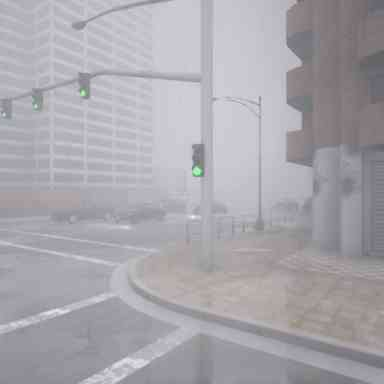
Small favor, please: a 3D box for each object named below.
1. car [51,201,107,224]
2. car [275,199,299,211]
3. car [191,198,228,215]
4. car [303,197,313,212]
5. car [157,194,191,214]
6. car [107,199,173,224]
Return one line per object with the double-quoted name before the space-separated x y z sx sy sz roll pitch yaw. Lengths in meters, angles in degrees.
"car" -8.118 1.472 25.195 1.882 1.535 5.008 0 0 35
"car" 11.648 1.522 40.701 1.812 1.442 4.674 0 0 35
"car" 1.881 1.559 33.234 1.994 1.385 4.181 0 0 36
"car" 14.527 1.349 38.682 2.097 1.767 4.553 0 0 35
"car" -2.541 1.346 33.063 2.097 1.767 4.553 0 0 35
"car" -3.817 1.521 25.182 1.812 1.442 4.674 0 0 35
